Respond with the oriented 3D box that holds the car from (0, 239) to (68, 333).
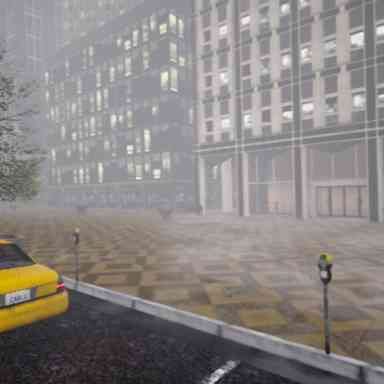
[{"bbox_3d":[-4.463,1.508,6.380,5.366,1.575,1.801,-1,0,39],"label":"car"}]
